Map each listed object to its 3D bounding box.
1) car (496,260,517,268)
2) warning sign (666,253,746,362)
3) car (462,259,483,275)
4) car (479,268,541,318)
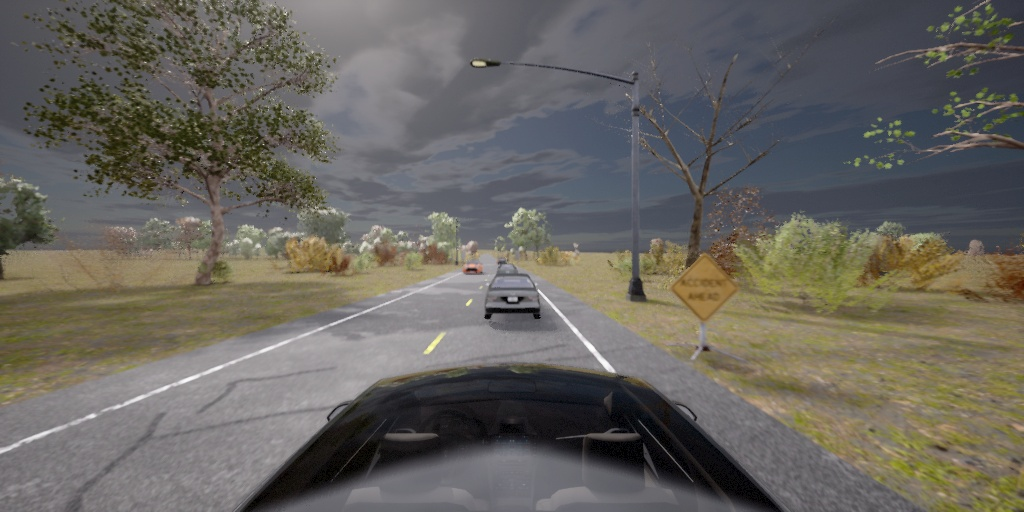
[{"bbox_3d":[-0.467,1.364,33.635,1.994,1.385,4.181,0,0,-2],"label":"car"},{"bbox_3d":[3.536,0.874,6.651,1.300,1.860,1.060,0,0,0],"label":"warning sign"},{"bbox_3d":[-4.410,1.161,40.586,2.097,1.767,4.553,0,0,-2],"label":"car"},{"bbox_3d":[0.000,1.319,13.036,2.033,1.411,5.357,0,0,-1],"label":"car"}]
